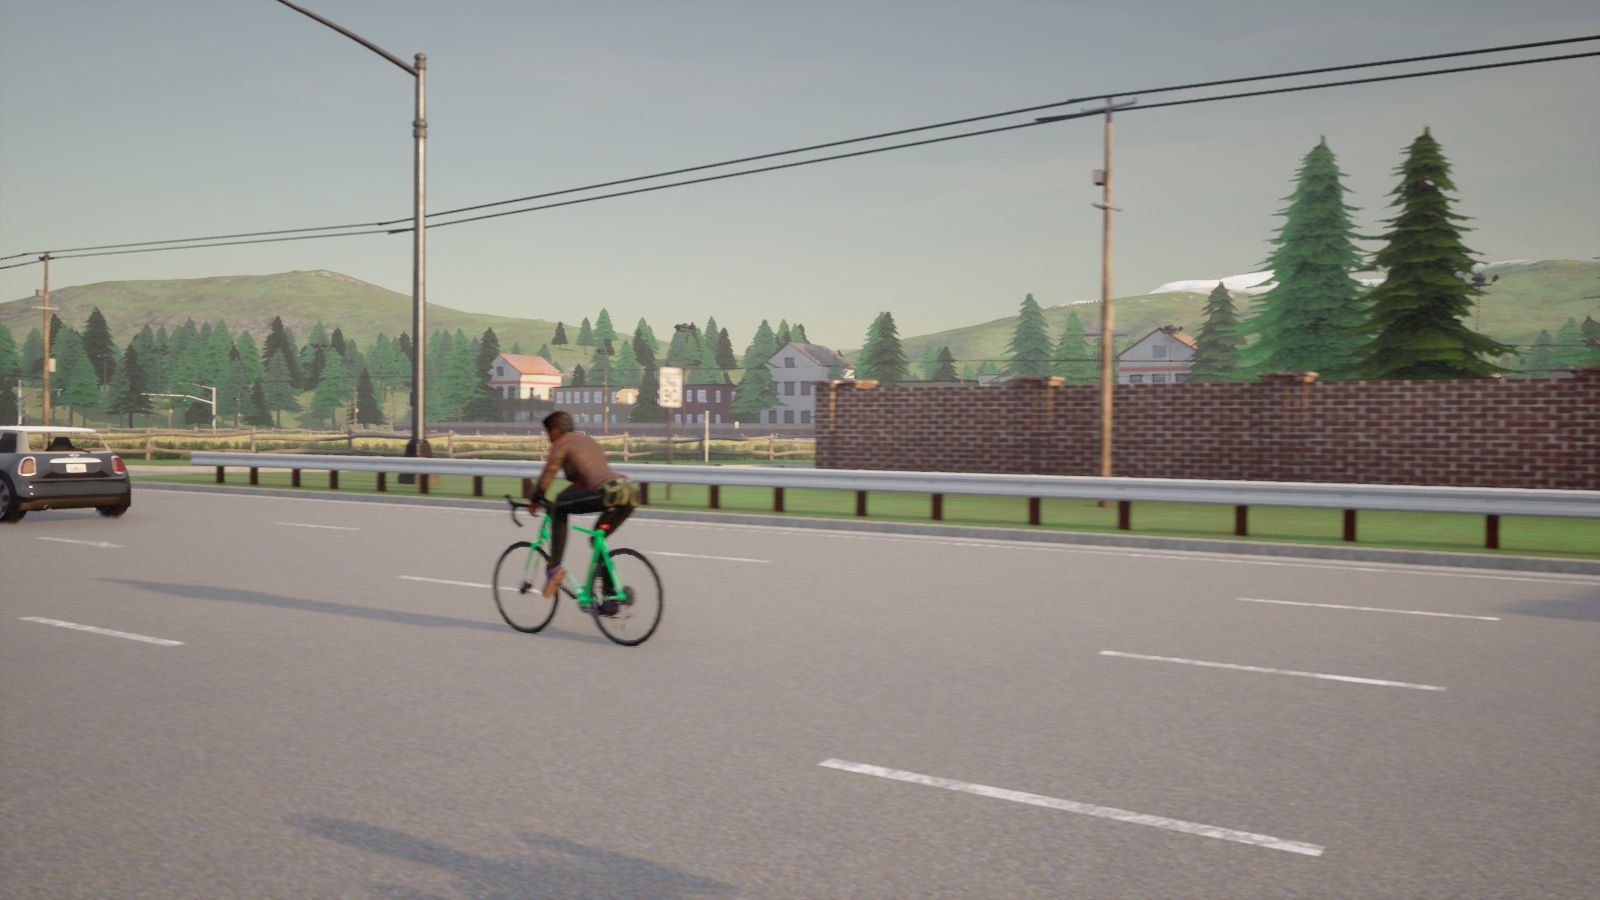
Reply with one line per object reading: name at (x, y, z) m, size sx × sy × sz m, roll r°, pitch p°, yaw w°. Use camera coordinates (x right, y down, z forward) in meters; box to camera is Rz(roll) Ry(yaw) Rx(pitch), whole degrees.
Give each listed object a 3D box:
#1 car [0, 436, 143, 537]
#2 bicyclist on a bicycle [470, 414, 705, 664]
car at (-12.741, 0.533, 20.490) m, size 3.806 × 1.475 × 1.970 m, roll 0°, pitch 1°, yaw 34°
bicyclist on a bicycle at (-1.515, 0.578, 8.830) m, size 1.656 × 1.620 × 0.582 m, roll 0°, pitch 1°, yaw 34°
